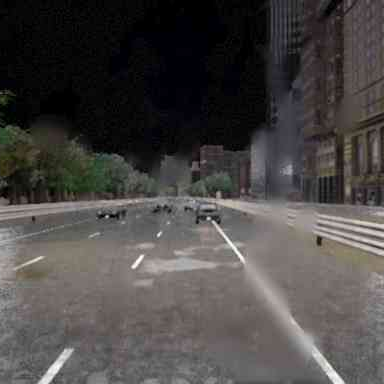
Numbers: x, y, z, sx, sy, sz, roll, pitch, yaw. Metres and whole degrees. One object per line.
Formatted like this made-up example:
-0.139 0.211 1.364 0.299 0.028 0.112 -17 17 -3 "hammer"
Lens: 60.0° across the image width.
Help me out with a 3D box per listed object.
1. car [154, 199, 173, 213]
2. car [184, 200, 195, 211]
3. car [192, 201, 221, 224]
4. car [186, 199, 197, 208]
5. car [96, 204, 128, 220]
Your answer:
-3.478 1.624 40.914 2.097 1.767 4.553 0 -1 0 "car"
-0.066 1.903 46.378 1.994 1.385 4.181 0 -1 0 "car"
1.174 1.628 25.767 1.837 1.490 4.892 0 0 0 "car"
-0.117 2.073 60.592 1.994 1.385 4.181 0 -1 0 "car"
-6.964 1.752 29.484 1.895 1.301 4.718 0 -1 0 "car"
